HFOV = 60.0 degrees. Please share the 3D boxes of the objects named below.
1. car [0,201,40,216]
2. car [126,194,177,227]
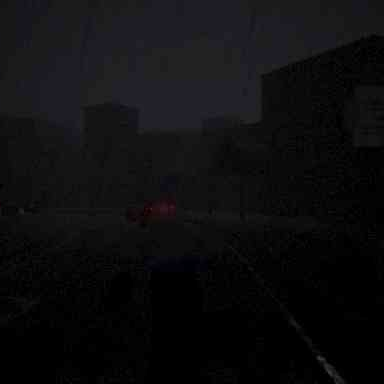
[{"bbox_3d":[-18.566,1.670,35.319,4.902,1.511,2.128,-2,2,17],"label":"car"},{"bbox_3d":[-2.880,1.162,22.720,2.150,2.045,5.566,-1,0,-25],"label":"car"}]
